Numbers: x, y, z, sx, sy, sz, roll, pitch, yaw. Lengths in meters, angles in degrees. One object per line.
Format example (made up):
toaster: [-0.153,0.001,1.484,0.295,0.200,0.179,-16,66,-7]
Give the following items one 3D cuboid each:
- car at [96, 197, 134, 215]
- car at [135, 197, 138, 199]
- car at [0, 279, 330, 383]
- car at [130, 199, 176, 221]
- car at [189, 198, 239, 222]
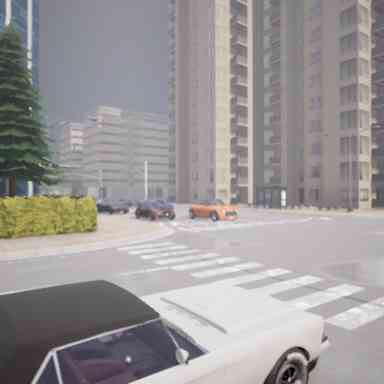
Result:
car: [-8.408,1.546,34.871,2.033,1.411,5.357,0,0,-35]
car: [-3.673,1.462,34.239,1.882,1.535,5.008,0,0,-35]
car: [-0.762,1.596,3.200,4.718,1.301,1.895,0,0,-35]
car: [-3.069,1.563,27.327,1.994,1.385,4.181,0,0,-35]
car: [1.682,1.336,26.672,2.097,1.767,4.553,0,0,-35]
